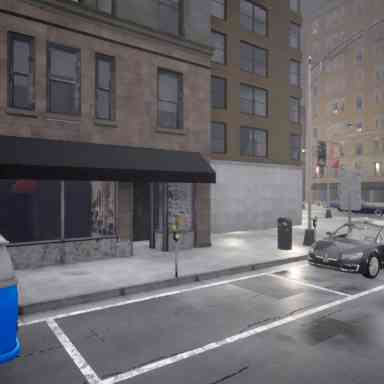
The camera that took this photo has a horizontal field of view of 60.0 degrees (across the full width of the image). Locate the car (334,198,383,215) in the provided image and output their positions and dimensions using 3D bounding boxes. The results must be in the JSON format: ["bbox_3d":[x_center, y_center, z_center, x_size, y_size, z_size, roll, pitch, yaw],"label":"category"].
[{"bbox_3d":[16.219,1.529,31.040,1.895,1.301,4.718,0,0,-36],"label":"car"}]

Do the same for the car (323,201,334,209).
[{"bbox_3d":[18.119,1.425,39.882,1.812,1.442,4.674,0,0,-36],"label":"car"}]

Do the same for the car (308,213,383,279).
[{"bbox_3d":[5.274,1.550,9.965,4.403,1.369,2.008,0,0,-36],"label":"car"}]

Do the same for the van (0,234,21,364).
[{"bbox_3d":[-3.937,1.341,3.379,3.998,1.788,1.690,0,0,-36],"label":"van"}]

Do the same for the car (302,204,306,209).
[{"bbox_3d":[10.541,1.430,38.908,2.033,1.411,5.357,0,0,-36],"label":"car"}]
